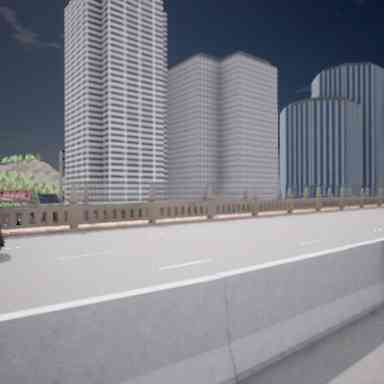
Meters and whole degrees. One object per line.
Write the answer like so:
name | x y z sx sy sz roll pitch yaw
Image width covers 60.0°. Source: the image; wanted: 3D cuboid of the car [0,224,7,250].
car | -8.781 1.567 10.724 4.892 1.490 1.837 0 0 -35
